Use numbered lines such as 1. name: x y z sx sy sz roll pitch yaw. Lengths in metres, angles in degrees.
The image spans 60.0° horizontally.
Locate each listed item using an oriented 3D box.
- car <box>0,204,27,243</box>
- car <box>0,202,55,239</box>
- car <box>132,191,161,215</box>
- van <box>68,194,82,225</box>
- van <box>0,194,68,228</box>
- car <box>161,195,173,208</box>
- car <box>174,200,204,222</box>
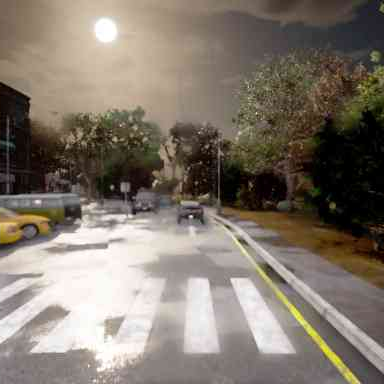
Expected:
1. car: -9.406 1.470 12.472 5.366 1.575 1.946 -1 1 -20
2. car: -9.274 1.438 15.541 5.008 1.535 2.097 -1 0 -21
3. car: -4.180 0.971 30.500 2.150 2.045 5.566 0 1 -5
4. van: -9.452 1.134 21.485 4.442 1.987 1.878 -1 1 -21
5. van: -9.415 1.174 18.485 4.442 1.987 1.878 -1 1 -21
6. car: -3.775 1.106 40.809 2.128 1.511 4.902 0 1 -22
7. car: -0.208 1.342 24.376 1.837 1.490 4.892 0 1 -3
